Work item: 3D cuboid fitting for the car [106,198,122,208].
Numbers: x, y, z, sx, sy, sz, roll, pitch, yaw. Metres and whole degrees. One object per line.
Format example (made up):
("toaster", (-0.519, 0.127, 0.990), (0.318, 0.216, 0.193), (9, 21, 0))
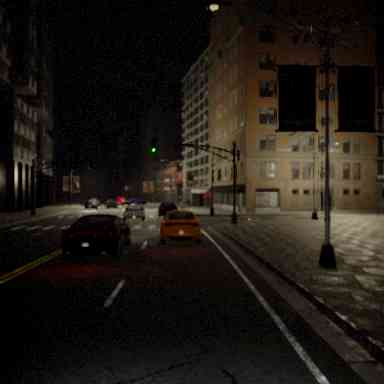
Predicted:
("car", (-12.818, 2.105, 53.640), (2.033, 1.411, 5.357), (0, -1, -12))

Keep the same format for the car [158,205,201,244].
("car", (-0.623, 1.646, 16.973), (1.882, 1.535, 5.008), (0, -1, -4))

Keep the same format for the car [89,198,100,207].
("car", (-19.917, 2.084, 67.985), (2.097, 1.767, 4.553), (0, -1, -16))

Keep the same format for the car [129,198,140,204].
("car", (-14.381, 2.220, 82.511), (1.882, 1.535, 5.008), (0, -1, -19))

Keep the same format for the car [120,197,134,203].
("car", (-14.338, 2.340, 71.932), (1.895, 1.301, 4.718), (0, -1, -18))

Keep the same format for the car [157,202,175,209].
("car", (-2.572, 1.824, 34.935), (1.882, 1.535, 5.008), (0, -1, -8))

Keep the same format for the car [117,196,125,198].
("car", (-17.473, 1.968, 81.509), (2.150, 2.045, 5.566), (0, -1, -19))

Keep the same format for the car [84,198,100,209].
("car", (-16.055, 2.052, 53.091), (2.128, 1.511, 4.902), (0, -1, -13))

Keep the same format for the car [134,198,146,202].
("car", (-11.191, 2.277, 72.773), (1.812, 1.442, 4.674), (0, -1, -18))

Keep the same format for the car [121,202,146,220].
("car", (-5.334, 1.916, 31.183), (1.895, 1.301, 4.718), (0, -1, -7))

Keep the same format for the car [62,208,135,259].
("car", (-3.640, 1.615, 13.387), (1.882, 1.535, 5.008), (0, -1, -3))
